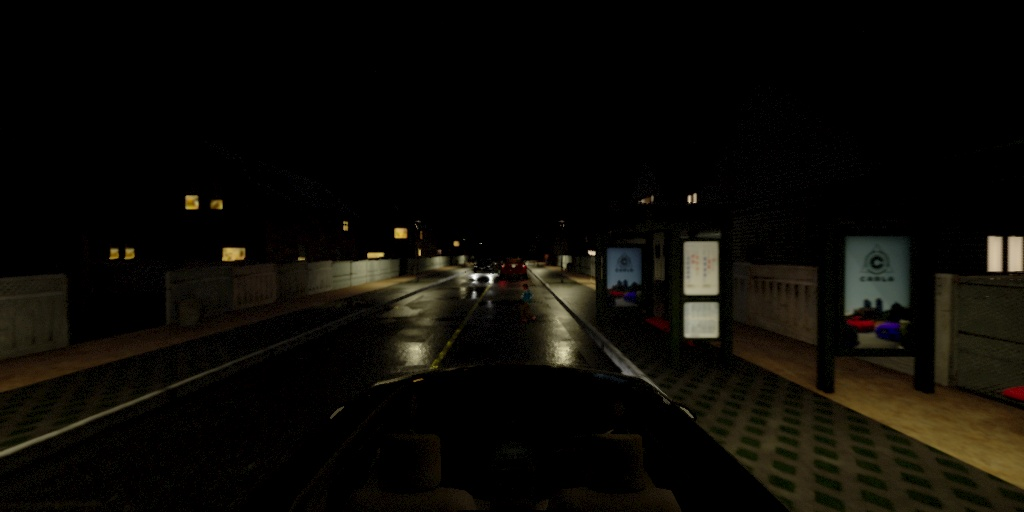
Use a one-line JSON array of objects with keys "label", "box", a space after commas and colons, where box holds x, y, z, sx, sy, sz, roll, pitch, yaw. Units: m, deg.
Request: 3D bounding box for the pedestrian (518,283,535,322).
[{"label": "pedestrian", "box": [0.459, 1.314, 10.163, 0.500, 1.100, 0.500, 0, 0, -4]}]

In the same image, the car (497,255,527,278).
[{"label": "car", "box": [0.133, 0.788, 29.037, 2.097, 1.767, 4.553, 0, 0, 0]}]

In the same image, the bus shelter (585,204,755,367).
[{"label": "bus shelter", "box": [3.021, 0.544, 7.877, 1.920, 2.740, 3.880, 0, 0, 0]}]

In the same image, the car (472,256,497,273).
[{"label": "car", "box": [-2.779, 0.882, 35.733, 1.837, 1.490, 4.892, 0, 0, 0]}]
